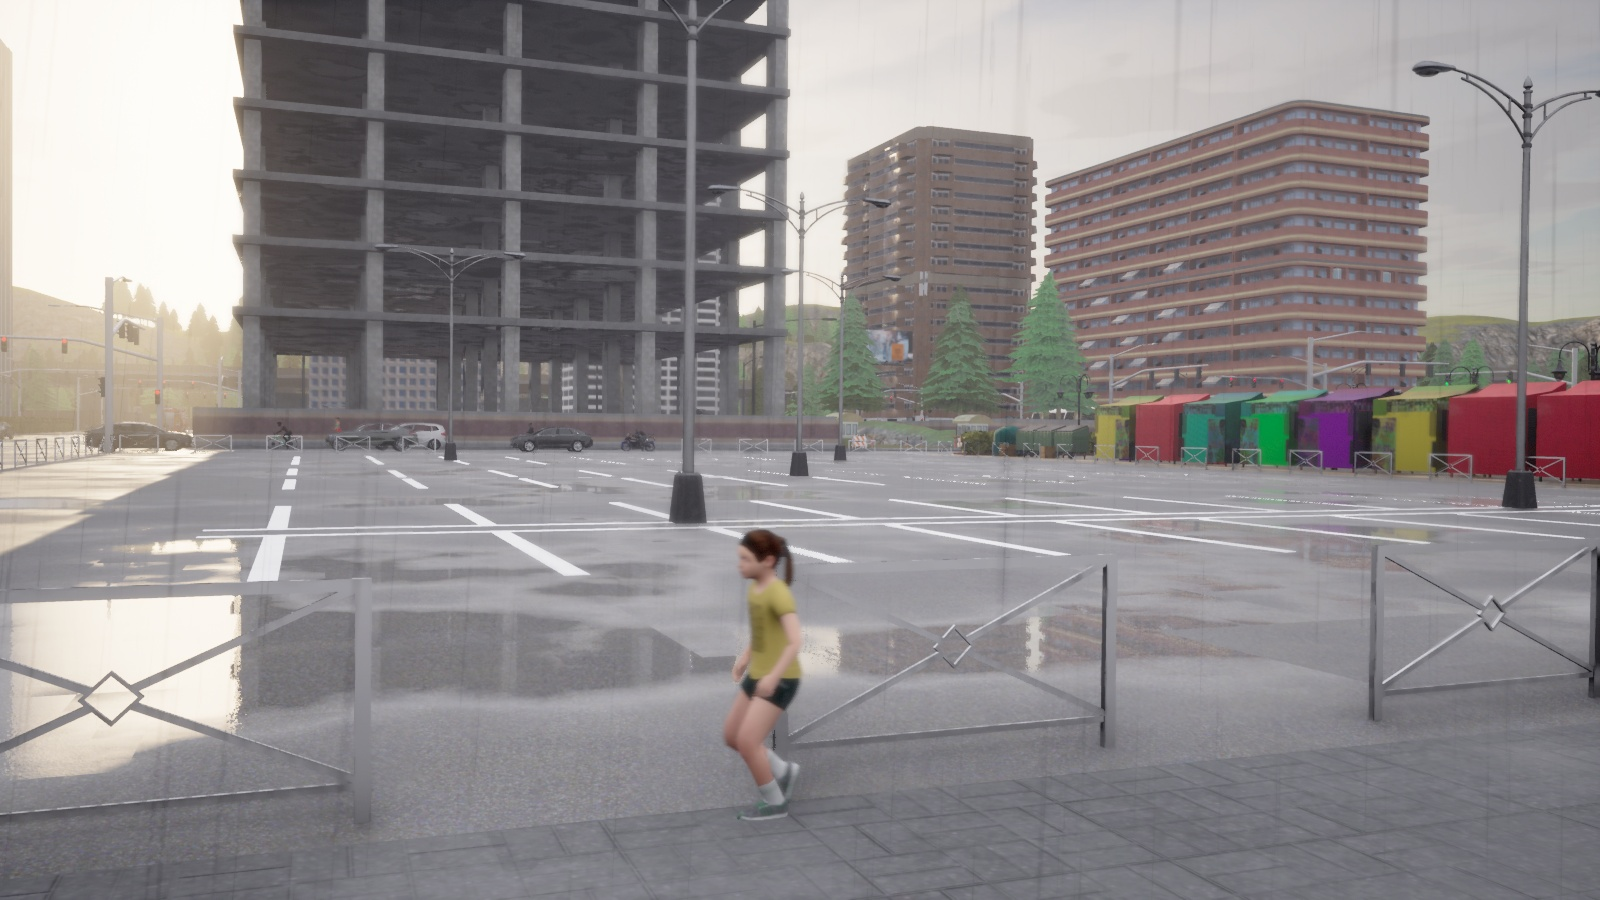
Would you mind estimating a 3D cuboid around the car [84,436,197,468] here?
[{"bbox_3d":[-33.363,0.081,63.693,4.892,1.490,1.837,-1,1,-22],"label":"car"}]

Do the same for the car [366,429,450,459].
[{"bbox_3d":[-23.501,-0.382,75.183,4.611,1.667,2.242,-1,1,-22],"label":"car"}]

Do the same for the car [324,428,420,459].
[{"bbox_3d":[-24.227,-0.374,71.120,5.027,1.651,2.152,-1,1,-22],"label":"car"}]

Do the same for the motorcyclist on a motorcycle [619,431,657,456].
[{"bbox_3d":[-10.375,-0.419,80.431,2.191,1.530,0.866,-1,1,-22],"label":"motorcyclist on a motorcycle"}]

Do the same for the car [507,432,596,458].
[{"bbox_3d":[-14.821,-0.311,74.886,4.892,1.490,1.837,-1,1,-22],"label":"car"}]

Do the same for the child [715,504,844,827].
[{"bbox_3d":[-0.075,0.763,4.581,0.394,1.110,0.255,-1,1,-21],"label":"child"}]
